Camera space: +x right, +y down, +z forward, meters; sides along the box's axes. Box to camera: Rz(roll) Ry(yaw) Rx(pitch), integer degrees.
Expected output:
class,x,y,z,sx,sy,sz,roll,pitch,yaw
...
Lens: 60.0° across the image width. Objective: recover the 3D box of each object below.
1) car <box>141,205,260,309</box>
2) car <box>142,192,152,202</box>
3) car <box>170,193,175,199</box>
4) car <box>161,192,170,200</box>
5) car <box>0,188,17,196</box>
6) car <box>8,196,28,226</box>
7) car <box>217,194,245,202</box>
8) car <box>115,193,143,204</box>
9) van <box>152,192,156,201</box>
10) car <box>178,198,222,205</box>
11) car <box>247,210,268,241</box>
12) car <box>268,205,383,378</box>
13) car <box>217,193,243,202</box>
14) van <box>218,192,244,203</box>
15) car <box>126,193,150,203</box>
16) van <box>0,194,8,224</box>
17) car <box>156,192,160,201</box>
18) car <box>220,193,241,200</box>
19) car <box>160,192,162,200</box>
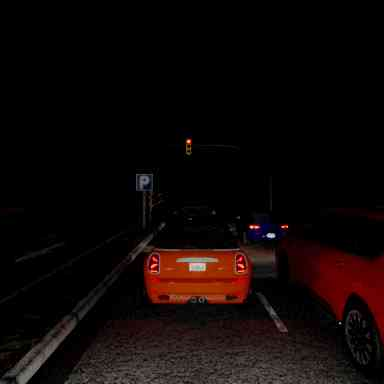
class,x,y,z,sx,sy,sz,roll,pitch,yaw
car,0.101,1.363,8.077,2.097,1.767,4.553,0,0,0
car,-10.928,1.309,63.315,5.366,1.575,1.946,-1,0,-15
car,-8.180,1.057,87.269,5.566,2.045,2.435,-1,0,-12
car,-8.624,1.350,84.262,4.674,1.452,2.002,-1,0,-12
car,-28.268,0.132,51.156,2.002,1.452,4.674,6,-3,-20
car,-13.671,1.400,22.511,4.553,1.767,2.185,-1,0,-19
car,8.063,1.258,68.920,5.366,1.575,1.946,1,0,-13
car,-11.566,1.353,60.322,4.792,1.488,2.163,-1,0,-15
van,-10.381,1.087,69.309,4.442,1.987,1.878,-1,0,-14
car,0.142,1.377,16.723,2.097,1.767,4.553,0,0,0
car,3.131,1.548,15.382,1.812,1.442,4.674,0,0,0
car,3.099,1.229,5.688,2.150,2.045,5.566,0,0,-1
car,7.533,1.136,65.925,4.553,1.767,2.185,1,0,-14
van,7.156,1.037,62.955,4.442,1.987,1.878,1,0,-14
car,-10.840,1.190,66.268,4.553,1.767,2.185,-1,0,-14
van,-13.641,1.294,19.534,4.442,1.987,1.878,-1,0,-20
car,-10.159,1.315,72.280,4.892,1.521,2.231,-1,0,-14
car,9.294,1.122,80.629,4.553,1.767,2.185,1,0,-12
car,-9.793,1.353,75.276,4.674,1.452,2.002,-1,0,-13
